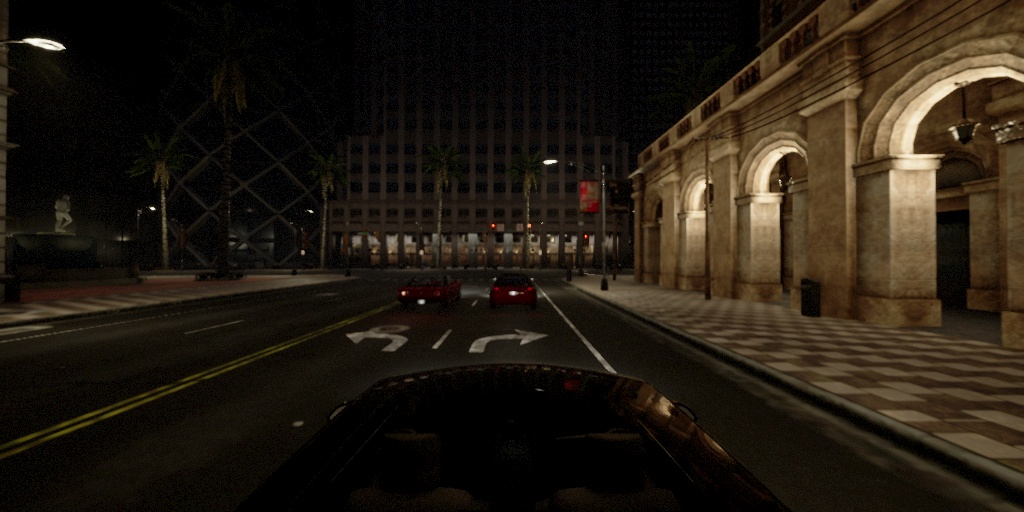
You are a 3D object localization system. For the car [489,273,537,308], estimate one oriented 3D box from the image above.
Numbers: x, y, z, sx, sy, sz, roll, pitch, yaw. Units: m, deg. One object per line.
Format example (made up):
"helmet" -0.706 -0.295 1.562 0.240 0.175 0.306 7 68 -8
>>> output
"car" 0.061 1.446 16.053 1.994 1.385 4.181 0 0 0

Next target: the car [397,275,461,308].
"car" -3.441 1.481 15.912 1.895 1.301 4.718 0 0 0
